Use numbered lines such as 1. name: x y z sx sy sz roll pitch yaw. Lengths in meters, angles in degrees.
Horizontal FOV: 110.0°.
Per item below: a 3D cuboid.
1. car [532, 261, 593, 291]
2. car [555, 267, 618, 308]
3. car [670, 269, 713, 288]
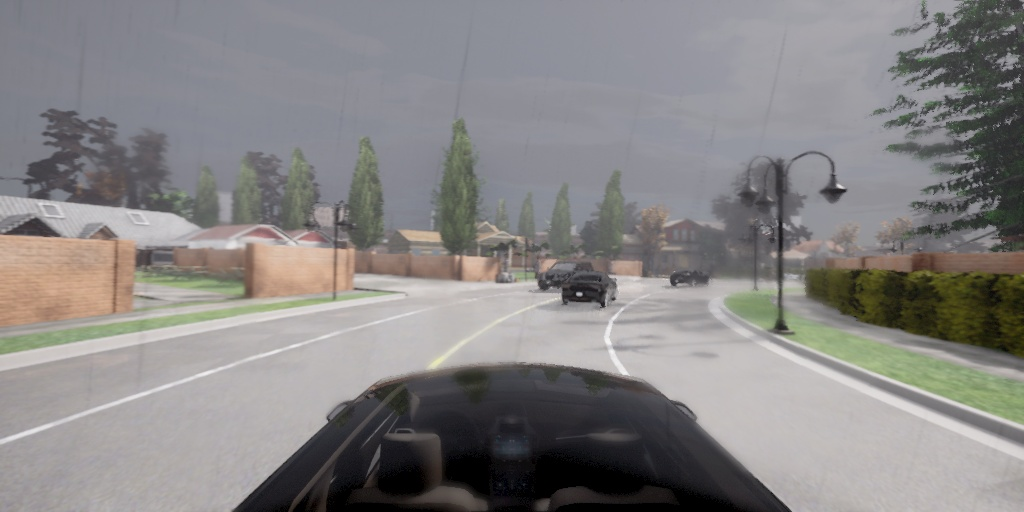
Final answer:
1. car: 3.887 1.352 24.714 2.150 2.045 5.566 0 -1 35
2. car: 3.824 1.489 17.190 1.882 1.535 5.008 0 -1 24
3. car: 15.732 1.935 31.409 4.892 1.490 1.837 2 -2 -37
